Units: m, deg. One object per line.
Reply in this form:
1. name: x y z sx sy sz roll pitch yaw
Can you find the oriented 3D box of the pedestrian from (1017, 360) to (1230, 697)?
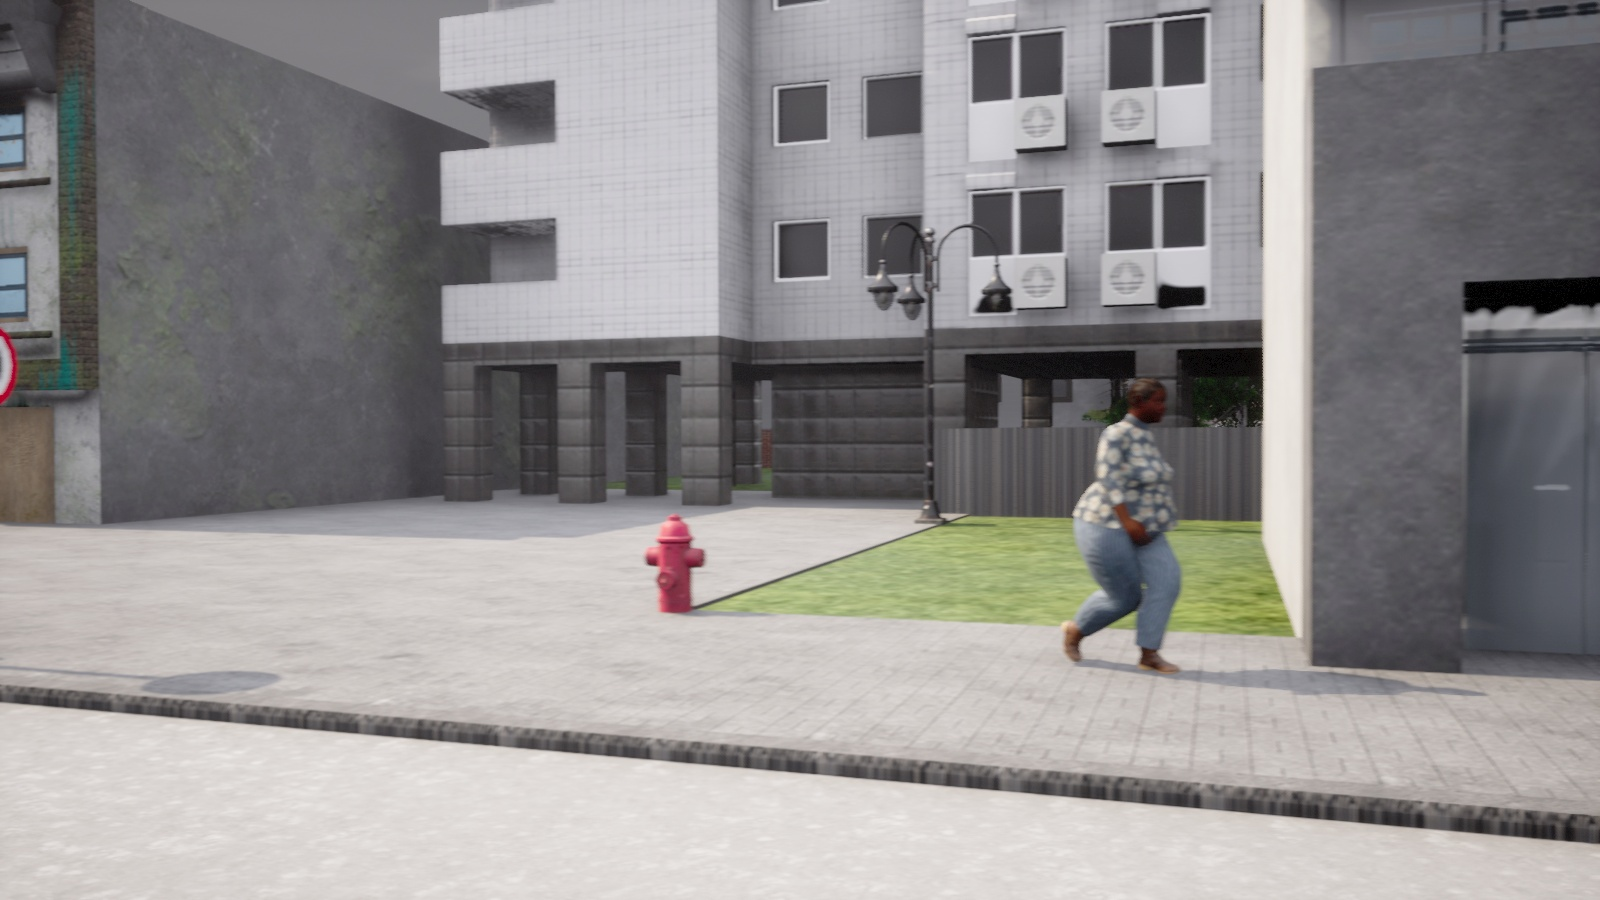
1. pedestrian: 1.940 0.423 7.538 0.874 1.855 0.900 -1 1 -44
